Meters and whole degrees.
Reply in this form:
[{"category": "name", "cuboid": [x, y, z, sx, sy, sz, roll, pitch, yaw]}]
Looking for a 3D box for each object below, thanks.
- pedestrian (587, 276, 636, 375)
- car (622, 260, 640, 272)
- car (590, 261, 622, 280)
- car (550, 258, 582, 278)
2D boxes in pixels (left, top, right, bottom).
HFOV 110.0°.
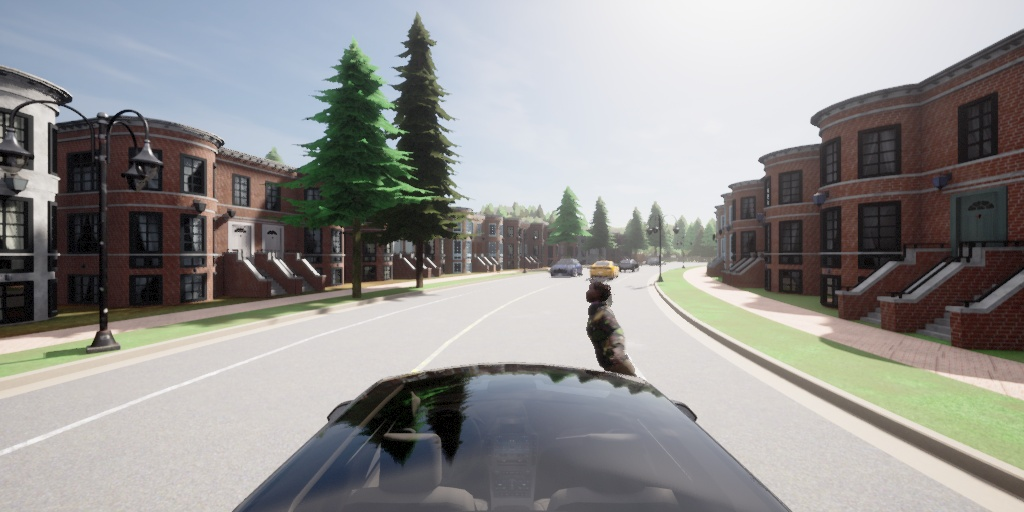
[{"category": "pedestrian", "cuboid": [1.001, 1.100, 3.309, 0.375, 1.860, 0.375, -11, -10, -34]}, {"category": "car", "cuboid": [14.195, 1.169, 43.495, 2.128, 1.511, 4.902, 0, 0, 29]}, {"category": "car", "cuboid": [8.078, 1.179, 31.061, 1.882, 1.535, 5.008, 0, 0, 23]}, {"category": "car", "cuboid": [5.082, 1.056, 33.364, 2.097, 1.767, 4.553, 0, 0, 24]}]
